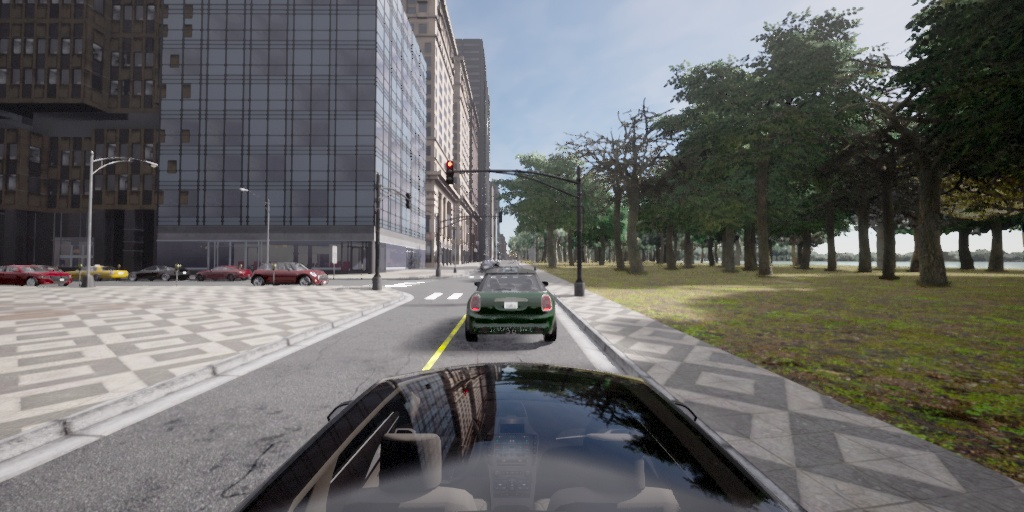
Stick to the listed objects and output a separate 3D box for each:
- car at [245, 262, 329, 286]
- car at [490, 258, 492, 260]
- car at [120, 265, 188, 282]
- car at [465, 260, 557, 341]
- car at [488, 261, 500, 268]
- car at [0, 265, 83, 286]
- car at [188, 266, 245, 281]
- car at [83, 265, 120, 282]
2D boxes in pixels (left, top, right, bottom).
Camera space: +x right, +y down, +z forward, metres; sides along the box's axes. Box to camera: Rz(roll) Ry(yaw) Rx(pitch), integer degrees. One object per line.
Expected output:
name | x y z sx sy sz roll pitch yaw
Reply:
car | -13.609 1.114 22.194 4.097 1.591 1.967 0 0 -1
car | -3.245 1.328 47.253 2.128 1.511 4.902 0 0 0
car | -30.075 1.472 30.638 4.313 1.339 1.948 0 0 0
car | -0.014 1.105 9.994 2.097 1.767 4.553 0 0 0
car | -3.257 1.507 65.049 1.895 1.301 4.718 0 0 0
car | -30.039 1.229 22.115 4.507 1.381 1.888 0 0 0
car | -24.589 1.485 30.664 4.207 1.307 1.802 0 0 0
car | -35.733 1.435 30.611 4.829 1.417 1.751 0 0 0
